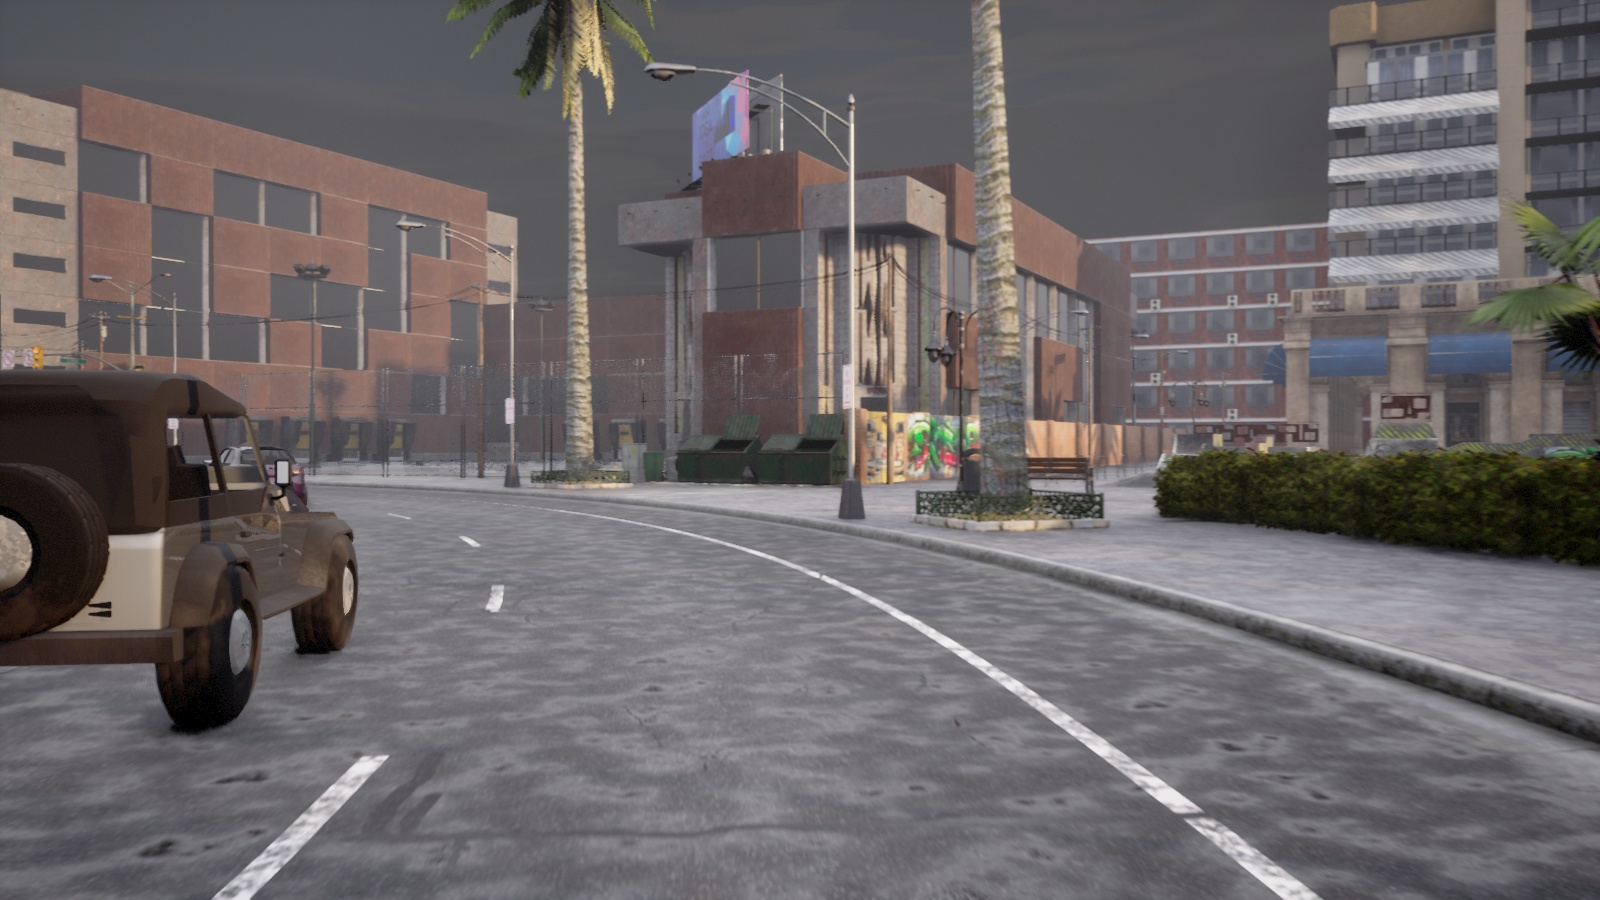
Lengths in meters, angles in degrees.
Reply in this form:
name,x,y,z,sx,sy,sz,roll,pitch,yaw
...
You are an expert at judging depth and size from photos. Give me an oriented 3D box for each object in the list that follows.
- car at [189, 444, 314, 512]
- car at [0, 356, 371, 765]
name,x,y,z,sx,sy,sz,roll,pitch,yaw
car,-12.906,0.594,29.400,1.816,1.474,4.193,0,0,-36
car,-4.045,0.499,7.667,1.905,1.878,3.866,0,0,-6
